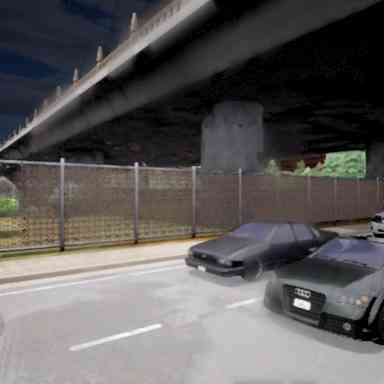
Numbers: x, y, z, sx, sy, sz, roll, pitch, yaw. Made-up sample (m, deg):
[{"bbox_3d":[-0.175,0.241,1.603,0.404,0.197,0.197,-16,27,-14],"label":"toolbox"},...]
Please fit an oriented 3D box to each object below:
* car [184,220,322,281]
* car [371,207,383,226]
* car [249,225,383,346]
[{"bbox_3d":[2.413,1.574,10.049,5.357,1.411,2.033,0,0,-36],"label":"car"},{"bbox_3d":[11.007,1.269,16.257,5.566,2.045,2.150,0,0,-36],"label":"car"},{"bbox_3d":[3.335,1.582,6.409,4.181,1.385,1.994,0,0,-36],"label":"car"}]
